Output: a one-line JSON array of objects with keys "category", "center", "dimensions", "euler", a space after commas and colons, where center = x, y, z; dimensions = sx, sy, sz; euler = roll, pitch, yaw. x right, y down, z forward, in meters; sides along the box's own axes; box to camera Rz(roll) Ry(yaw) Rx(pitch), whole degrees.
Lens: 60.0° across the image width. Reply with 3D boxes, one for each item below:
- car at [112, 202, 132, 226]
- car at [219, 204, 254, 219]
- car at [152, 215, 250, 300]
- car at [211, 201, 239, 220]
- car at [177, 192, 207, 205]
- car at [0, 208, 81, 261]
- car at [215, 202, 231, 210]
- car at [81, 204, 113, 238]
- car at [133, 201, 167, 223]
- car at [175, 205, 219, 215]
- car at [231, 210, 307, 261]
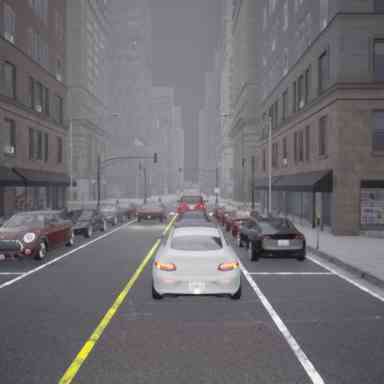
[{"category": "car", "center": [-5.793, 1.545, 23.040], "dimensions": [2.008, 1.369, 4.403], "euler": [-1, 0, 0]}, {"category": "car", "center": [2.737, 1.540, 17.542], "dimensions": [1.887, 1.381, 4.507], "euler": [-1, 0, 0]}, {"category": "car", "center": [0.093, 1.523, 8.279], "dimensions": [1.812, 1.442, 4.674], "euler": [0, 0, 0]}, {"category": "car", "center": [2.728, 1.538, 28.553], "dimensions": [1.887, 1.381, 4.507], "euler": [-1, 0, 0]}, {"category": "car", "center": [-0.022, 1.215, 26.153], "dimensions": [2.150, 2.045, 5.566], "euler": [0, 0, 0]}, {"category": "car", "center": [-5.785, 1.436, 12.030], "dimensions": [1.967, 1.590, 4.097], "euler": [-1, 0, 0]}, {"category": "car", "center": [2.732, 1.539, 23.047], "dimensions": [1.887, 1.381, 4.507], "euler": [-1, 0, 0]}, {"category": "car", "center": [-5.788, 1.561, 17.535], "dimensions": [1.947, 1.339, 4.313], "euler": [-1, 0, 0]}, {"category": "car", "center": [-3.023, 1.477, 25.992], "dimensions": [1.882, 1.535, 5.008], "euler": [0, 0, 0]}, {"category": "car", "center": [0.083, 1.559, 16.766], "dimensions": [1.994, 1.385, 4.181], "euler": [0, 0, 0]}, {"category": "car", "center": [2.742, 1.562, 12.037], "dimensions": [1.947, 1.339, 4.313], "euler": [-1, 0, 0]}]
